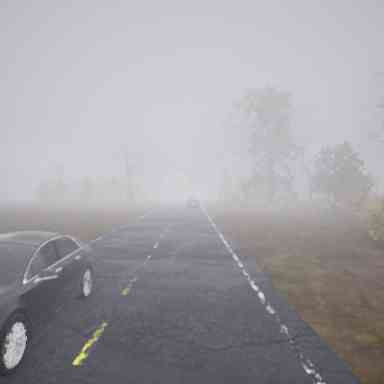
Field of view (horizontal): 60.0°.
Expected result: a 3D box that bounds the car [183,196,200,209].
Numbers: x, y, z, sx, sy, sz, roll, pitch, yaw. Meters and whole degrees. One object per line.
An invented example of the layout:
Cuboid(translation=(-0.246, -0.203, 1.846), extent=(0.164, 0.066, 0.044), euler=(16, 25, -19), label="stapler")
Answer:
Cuboid(translation=(0.086, 1.610, 46.683), extent=(1.994, 1.385, 4.181), euler=(0, 0, 0), label="car")

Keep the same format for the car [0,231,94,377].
Cuboid(translation=(-3.101, 1.511, 5.618), extent=(1.837, 1.490, 4.892), euler=(0, 0, 0), label="car")

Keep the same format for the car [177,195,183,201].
Cuboid(translation=(-3.026, 1.631, 88.641), extent=(2.033, 1.411, 5.357), euler=(0, 0, 0), label="car")
